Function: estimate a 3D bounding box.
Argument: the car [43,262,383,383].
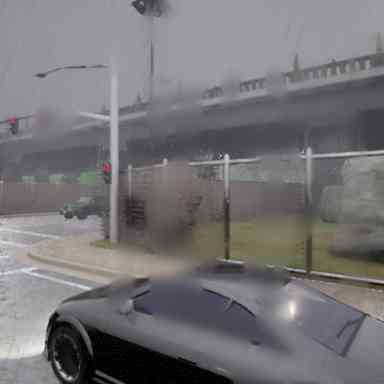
[{"bbox_3d":[0.142,1.564,3.892,4.181,1.385,1.994,0,0,36],"label":"car"}]

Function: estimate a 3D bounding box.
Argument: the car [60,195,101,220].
[{"bbox_3d":[-8.797,1.285,29.405,2.150,2.045,5.566,0,0,35],"label":"car"}]
